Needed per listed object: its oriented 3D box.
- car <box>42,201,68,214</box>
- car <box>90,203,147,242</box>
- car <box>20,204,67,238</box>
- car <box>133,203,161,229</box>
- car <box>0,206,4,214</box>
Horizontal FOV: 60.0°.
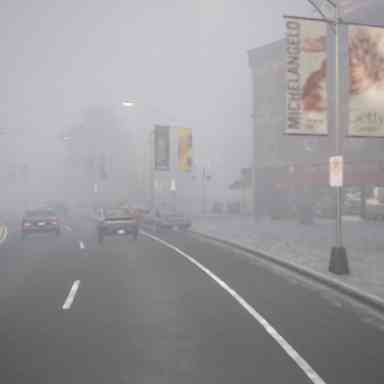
[{"bbox_3d":[-13.476,1.595,31.850,2.128,1.511,4.902,0,0,-41],"label":"car"},{"bbox_3d":[-4.018,1.535,16.854,2.128,1.511,4.902,0,0,-22],"label":"car"},{"bbox_3d":[-8.420,1.610,18.408,2.033,1.411,5.357,0,0,-26],"label":"car"},{"bbox_3d":[-4.459,1.579,24.866,2.002,1.452,4.674,0,0,-31],"label":"car"},{"bbox_3d":[-21.734,1.740,35.065,4.718,1.301,1.895,0,0,41],"label":"car"}]
